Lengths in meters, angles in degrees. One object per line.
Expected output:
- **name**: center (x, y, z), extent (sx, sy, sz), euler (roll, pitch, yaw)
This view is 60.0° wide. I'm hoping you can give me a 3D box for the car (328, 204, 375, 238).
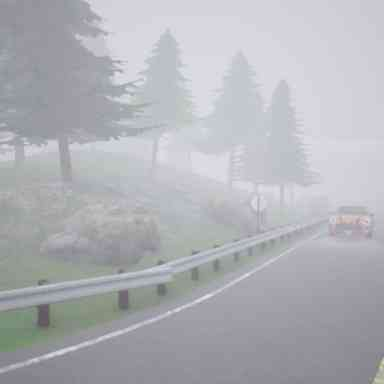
- **car**: center (9.126, 1.513, 18.877), extent (2.097, 1.767, 4.553), euler (0, 0, 31)
